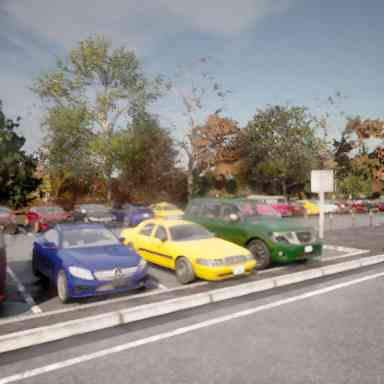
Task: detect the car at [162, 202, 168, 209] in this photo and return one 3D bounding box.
[{"bbox_3d":[-1.967,1.562,25.055,1.946,1.575,5.366,0,0,-36],"label":"car"}]

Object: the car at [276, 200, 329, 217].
[{"bbox_3d":[11.470,1.654,34.896,2.097,1.535,5.008,0,0,-36],"label":"car"}]

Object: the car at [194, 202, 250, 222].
[{"bbox_3d":[2.457,1.624,28.414,2.163,1.488,4.792,0,0,-36],"label":"car"}]

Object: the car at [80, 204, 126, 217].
[{"bbox_3d":[-6.592,1.537,21.981,2.231,1.521,4.892,0,0,-36],"label":"car"}]

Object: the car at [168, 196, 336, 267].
[{"bbox_3d":[1.750,1.289,11.824,2.435,2.045,5.566,0,0,-36],"label":"car"}]

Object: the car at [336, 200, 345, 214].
[{"bbox_3d":[13.725,1.709,36.513,2.002,1.452,4.674,0,0,-36],"label":"car"}]

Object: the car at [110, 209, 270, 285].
[{"bbox_3d":[-0.439,1.522,10.064,1.946,1.575,5.366,0,0,-36],"label":"car"}]

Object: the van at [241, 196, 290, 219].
[{"bbox_3d":[6.886,1.398,31.764,1.878,1.987,4.442,0,0,-36],"label":"van"}]

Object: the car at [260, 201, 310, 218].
[{"bbox_3d":[9.211,1.679,33.281,2.002,1.452,4.674,0,0,-36],"label":"car"}]

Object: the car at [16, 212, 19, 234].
[{"bbox_3d":[-11.105,1.507,18.748,2.097,1.535,5.008,0,0,-36],"label":"car"}]

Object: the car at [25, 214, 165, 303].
[{"bbox_3d":[-2.828,1.551,8.585,2.002,1.452,4.674,0,0,-36],"label":"car"}]

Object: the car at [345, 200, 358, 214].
[{"bbox_3d":[15.963,1.559,38.157,2.185,1.767,4.553,0,0,-36],"label":"car"}]

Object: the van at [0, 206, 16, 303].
[{"bbox_3d":[-5.173,1.270,7.047,1.878,1.987,4.442,0,0,-36],"label":"van"}]

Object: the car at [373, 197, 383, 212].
[{"bbox_3d":[20.498,1.718,41.357,2.231,1.521,4.892,0,0,-36],"label":"car"}]

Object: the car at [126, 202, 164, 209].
[{"bbox_3d":[-4.349,1.580,23.614,2.163,1.488,4.792,0,0,-36],"label":"car"}]

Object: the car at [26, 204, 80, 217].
[{"bbox_3d":[-8.848,1.521,20.364,2.097,1.535,5.008,0,0,-36],"label":"car"}]

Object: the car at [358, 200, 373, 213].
[{"bbox_3d":[18.235,1.701,39.751,2.097,1.535,5.008,0,0,-36],"label":"car"}]
